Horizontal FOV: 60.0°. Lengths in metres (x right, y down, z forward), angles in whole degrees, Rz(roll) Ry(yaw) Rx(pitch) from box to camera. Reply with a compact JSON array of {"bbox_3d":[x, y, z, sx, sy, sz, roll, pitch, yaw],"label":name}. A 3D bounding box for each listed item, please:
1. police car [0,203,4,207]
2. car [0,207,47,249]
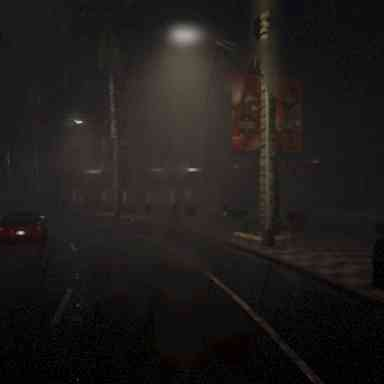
[{"bbox_3d":[-22.929,1.502,36.689,5.238,1.638,1.930,0,0,29],"label":"police car"},{"bbox_3d":[-7.638,1.585,14.893,1.994,1.385,4.181,0,0,-26],"label":"car"}]
